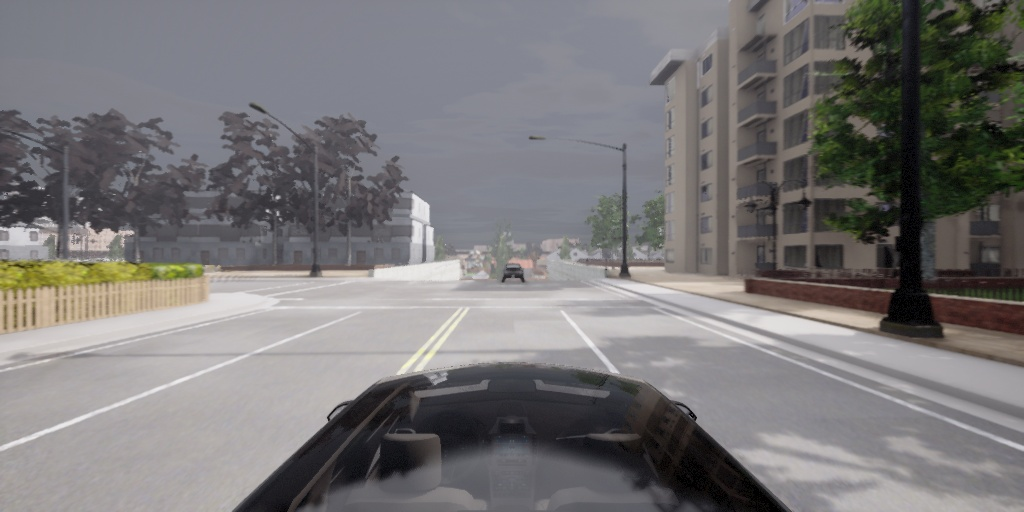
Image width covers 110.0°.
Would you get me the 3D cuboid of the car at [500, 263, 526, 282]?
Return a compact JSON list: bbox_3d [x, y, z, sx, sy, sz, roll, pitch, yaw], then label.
[{"bbox_3d":[0.094,1.370,30.214,1.837,1.490,4.892,0,-2,0],"label":"car"}]
